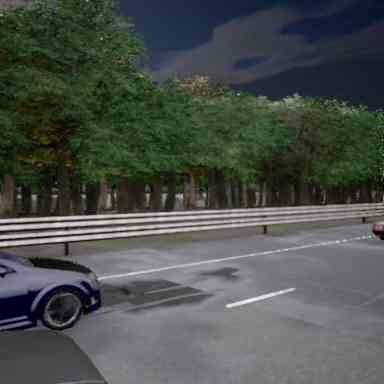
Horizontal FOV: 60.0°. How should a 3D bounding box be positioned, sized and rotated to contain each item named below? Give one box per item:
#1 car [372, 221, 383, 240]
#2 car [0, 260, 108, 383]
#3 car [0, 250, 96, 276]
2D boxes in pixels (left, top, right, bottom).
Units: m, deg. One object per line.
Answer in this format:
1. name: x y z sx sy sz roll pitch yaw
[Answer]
1. car: 10.441 1.596 15.489 4.718 1.301 1.895 0 0 -35
2. car: -3.058 1.548 1.567 5.357 1.411 2.033 0 0 -35
3. car: -3.662 1.564 5.433 4.181 1.385 1.994 0 0 -36
